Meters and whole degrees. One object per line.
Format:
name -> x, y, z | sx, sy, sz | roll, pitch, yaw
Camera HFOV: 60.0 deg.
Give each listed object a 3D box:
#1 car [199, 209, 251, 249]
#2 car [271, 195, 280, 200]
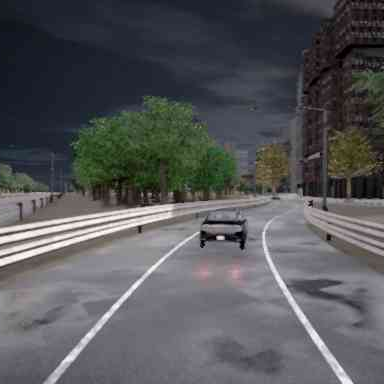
car -> 1.526, 1.498, 14.800 | 2.128, 1.511, 4.902 | 0, 0, 11
car -> 22.392, 1.576, 89.556 | 1.895, 1.301, 4.718 | 0, 0, 4
